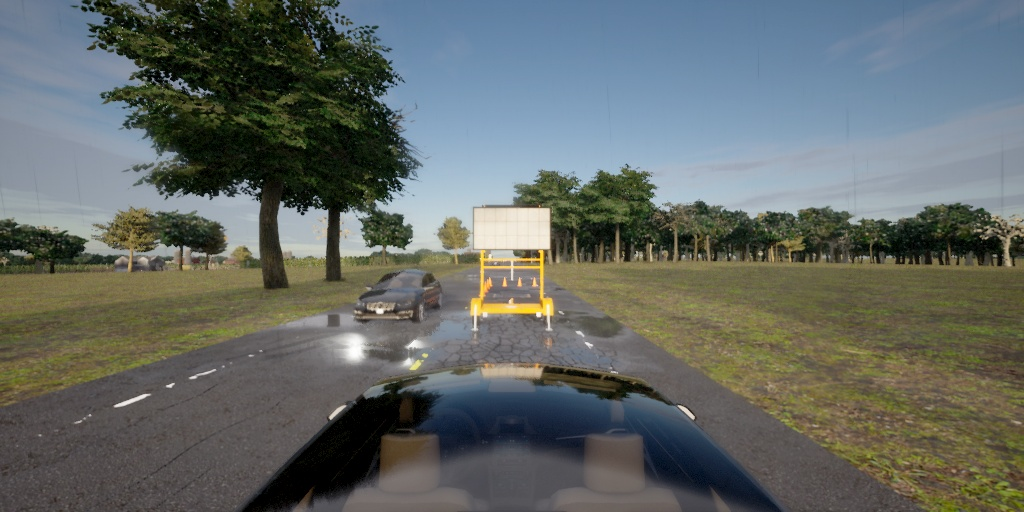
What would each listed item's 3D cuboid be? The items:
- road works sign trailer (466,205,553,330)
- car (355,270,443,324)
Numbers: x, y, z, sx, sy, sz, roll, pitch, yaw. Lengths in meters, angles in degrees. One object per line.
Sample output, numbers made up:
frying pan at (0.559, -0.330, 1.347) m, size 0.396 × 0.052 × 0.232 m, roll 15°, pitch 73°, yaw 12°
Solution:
road works sign trailer at (0.000, 0.225, 11.113) m, size 2.380 × 3.560 × 2.880 m, roll 0°, pitch 0°, yaw 0°
car at (-3.597, 1.267, 12.190) m, size 1.837 × 1.490 × 4.892 m, roll 0°, pitch 0°, yaw 0°
